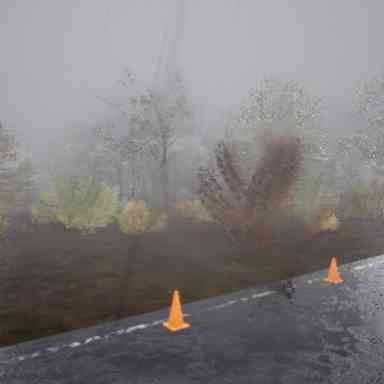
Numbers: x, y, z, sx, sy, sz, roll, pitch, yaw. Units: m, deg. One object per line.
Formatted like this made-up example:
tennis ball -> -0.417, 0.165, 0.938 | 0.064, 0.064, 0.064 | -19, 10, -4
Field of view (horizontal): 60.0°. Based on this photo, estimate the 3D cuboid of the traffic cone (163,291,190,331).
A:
traffic cone -> -0.264, 1.981, 5.664 | 0.340, 0.580, 0.340 | 0, 0, -36

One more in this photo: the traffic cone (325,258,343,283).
traffic cone -> 3.686, 2.005, 8.638 | 0.340, 0.580, 0.340 | 0, 0, -38
